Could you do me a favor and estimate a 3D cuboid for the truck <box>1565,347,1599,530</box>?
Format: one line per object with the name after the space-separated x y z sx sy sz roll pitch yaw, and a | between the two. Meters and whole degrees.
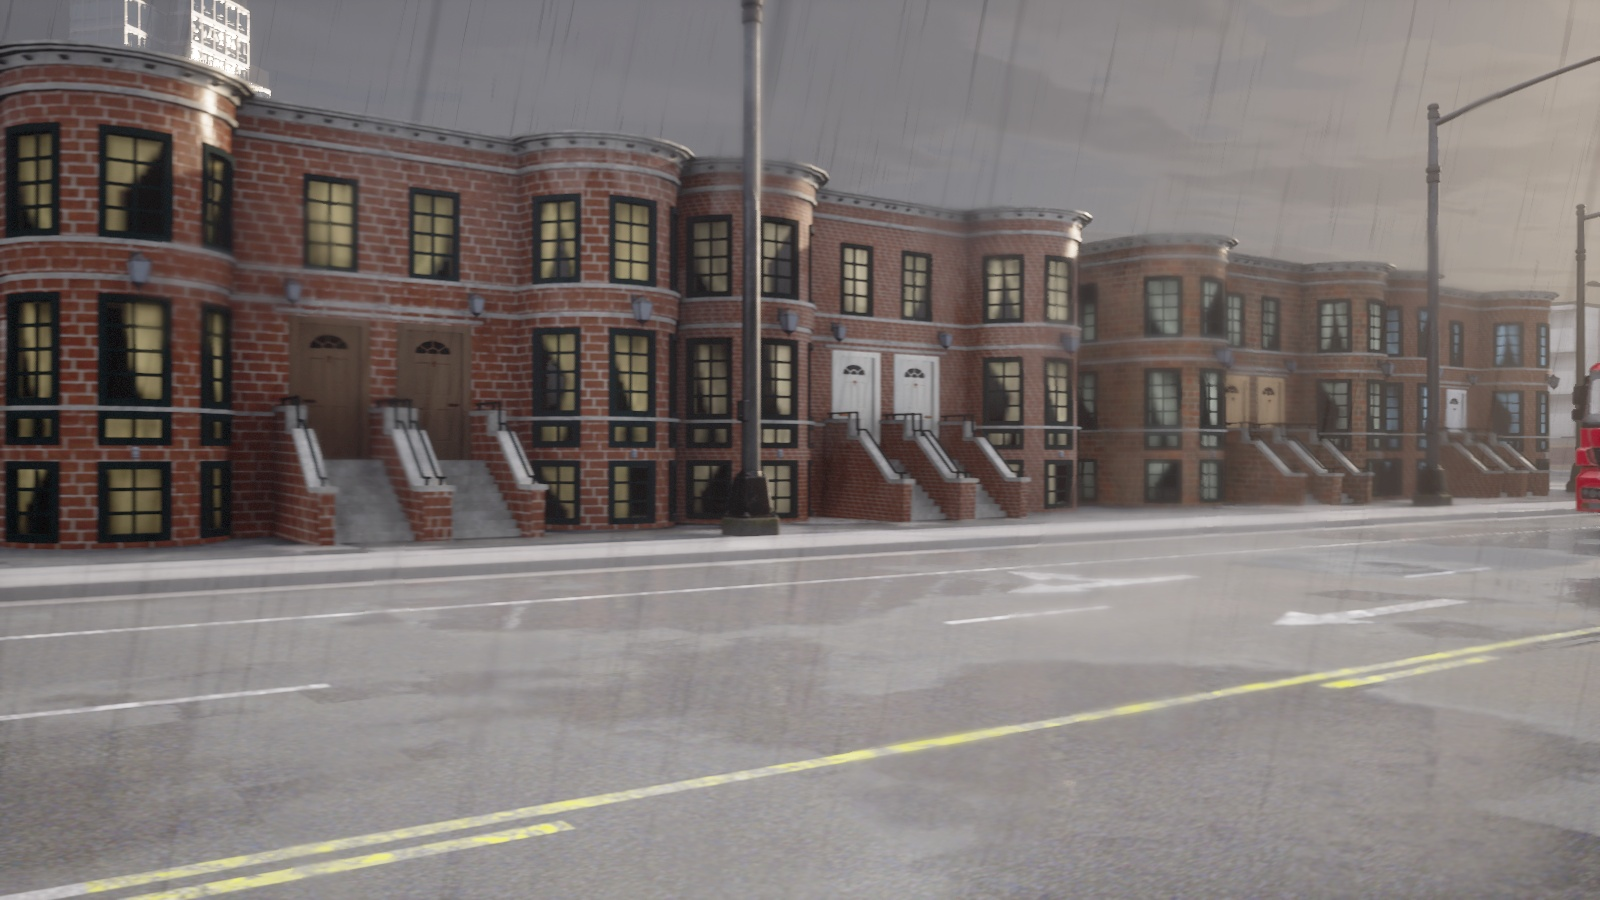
18.853 -0.215 25.291 7.936 3.462 2.891 0 0 -35 | truck
